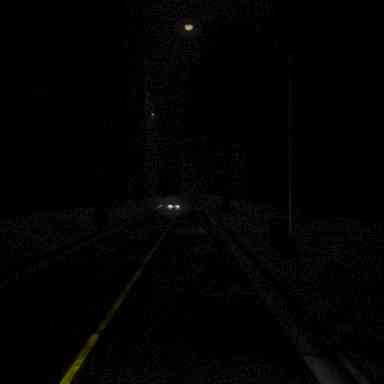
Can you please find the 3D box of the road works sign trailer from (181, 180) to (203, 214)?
[{"bbox_3d":[-0.002,0.512,36.154,2.380,3.560,2.880,0,0,0],"label":"road works sign trailer"}]

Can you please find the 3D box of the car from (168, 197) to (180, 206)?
[{"bbox_3d":[-3.057,1.638,58.031,1.994,1.385,4.181,0,0,0],"label":"car"}]
